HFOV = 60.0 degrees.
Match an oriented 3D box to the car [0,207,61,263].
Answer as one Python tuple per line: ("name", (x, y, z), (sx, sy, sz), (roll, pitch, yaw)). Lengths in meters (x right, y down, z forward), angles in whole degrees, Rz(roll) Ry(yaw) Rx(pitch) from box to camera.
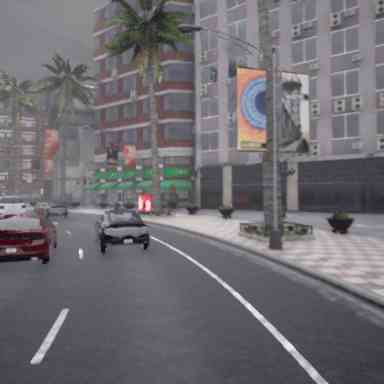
("car", (-5.963, 1.536, 11.906), (1.882, 1.535, 5.008), (0, 0, -18))

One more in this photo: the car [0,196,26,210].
("car", (-16.069, 1.377, 28.542), (2.150, 2.045, 5.566), (0, 0, -43))

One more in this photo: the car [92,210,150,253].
("car", (-3.061, 1.524, 14.009), (2.128, 1.511, 4.902), (0, 0, -20))

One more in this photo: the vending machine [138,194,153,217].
("vending machine", (-4.466, 1.246, 31.798), (1.100, 2.100, 0.880), (-1, 0, -38))

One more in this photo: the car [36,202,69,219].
("car", (-12.755, 1.617, 29.951), (2.128, 1.511, 4.902), (0, 0, -41))
